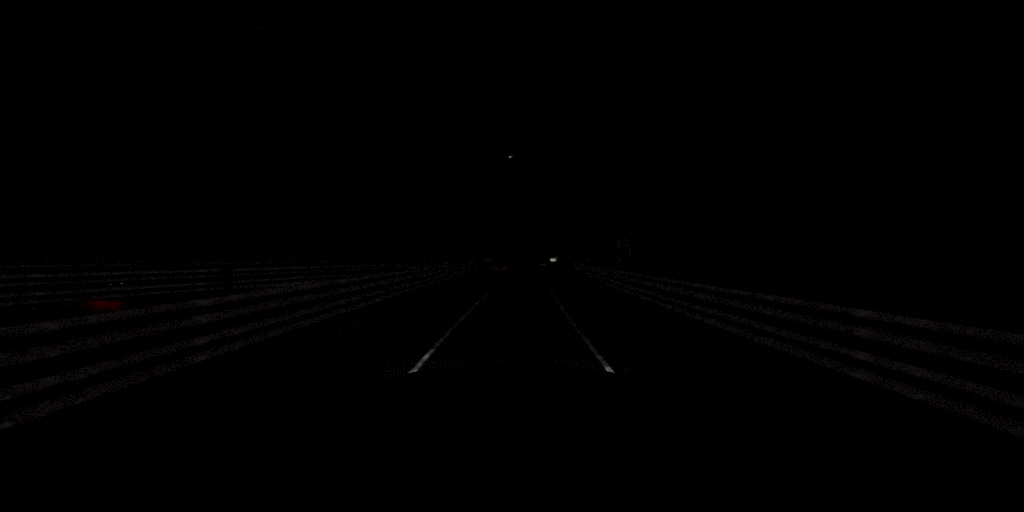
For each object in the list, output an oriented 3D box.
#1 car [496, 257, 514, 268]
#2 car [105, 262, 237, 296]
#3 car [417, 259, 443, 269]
[{"bbox_3d":[-1.136,1.063,61.470,2.097,1.767,4.553,0,0,19],"label":"car"},{"bbox_3d":[-16.168,1.031,17.427,2.128,1.511,4.902,0,0,19],"label":"car"},{"bbox_3d":[-8.555,1.107,39.733,1.882,1.535,5.008,0,0,19],"label":"car"}]
